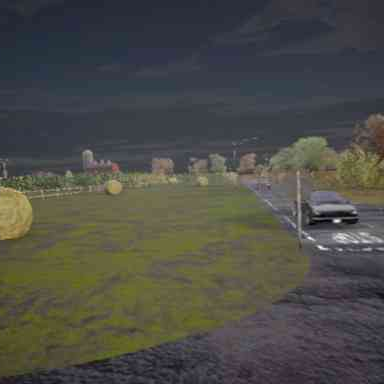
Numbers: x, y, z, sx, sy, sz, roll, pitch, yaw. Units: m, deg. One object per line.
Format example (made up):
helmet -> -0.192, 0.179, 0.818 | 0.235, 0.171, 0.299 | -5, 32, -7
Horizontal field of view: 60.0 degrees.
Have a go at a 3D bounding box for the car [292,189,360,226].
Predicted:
car -> 5.888, 0.598, 15.385 | 2.033, 1.411, 5.357 | -2, 3, 8

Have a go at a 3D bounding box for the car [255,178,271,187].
car -> 10.170, -1.231, 47.681 | 1.837, 1.490, 4.892 | -2, 3, 8
